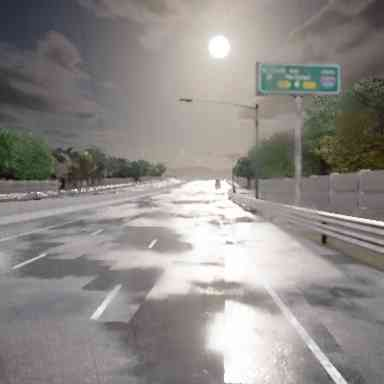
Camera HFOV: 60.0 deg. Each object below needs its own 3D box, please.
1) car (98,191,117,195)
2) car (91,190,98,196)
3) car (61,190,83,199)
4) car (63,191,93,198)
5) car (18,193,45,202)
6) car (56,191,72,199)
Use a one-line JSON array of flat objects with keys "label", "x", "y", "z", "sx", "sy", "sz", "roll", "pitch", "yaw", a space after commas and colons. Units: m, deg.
[{"label": "car", "x": -15.788, "y": 0.508, "z": 63.414, "sx": 1.882, "sy": 1.535, "sz": 5.008, "roll": 0, "pitch": 2, "yaw": 3}, {"label": "car", "x": -19.271, "y": 0.463, "z": 63.890, "sx": 2.128, "sy": 1.511, "sz": 4.902, "roll": 0, "pitch": 2, "yaw": 3}, {"label": "car", "x": -22.800, "y": 0.496, "z": 63.389, "sx": 2.128, "sy": 1.511, "sz": 4.902, "roll": 0, "pitch": 2, "yaw": 3}, {"label": "car", "x": -16.555, "y": 0.998, "z": 48.509, "sx": 1.994, "sy": 1.385, "sz": 4.181, "roll": 0, "pitch": 1, "yaw": 3}, {"label": "car", "x": -23.535, "y": 0.929, "z": 48.980, "sx": 1.837, "sy": 1.490, "sz": 4.892, "roll": 0, "pitch": 1, "yaw": 3}, {"label": "car", "x": -19.863, "y": 0.902, "z": 52.552, "sx": 1.994, "sy": 1.385, "sz": 4.181, "roll": 0, "pitch": 2, "yaw": 3}]
